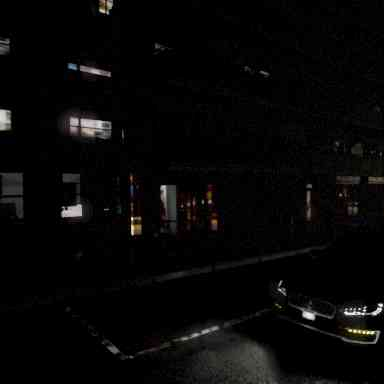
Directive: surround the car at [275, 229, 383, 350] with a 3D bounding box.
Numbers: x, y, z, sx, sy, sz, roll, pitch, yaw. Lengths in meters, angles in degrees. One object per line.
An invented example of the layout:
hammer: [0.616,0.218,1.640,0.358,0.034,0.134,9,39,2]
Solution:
car: [3.555,1.503,6.183,4.892,1.490,1.837,0,0,-38]
